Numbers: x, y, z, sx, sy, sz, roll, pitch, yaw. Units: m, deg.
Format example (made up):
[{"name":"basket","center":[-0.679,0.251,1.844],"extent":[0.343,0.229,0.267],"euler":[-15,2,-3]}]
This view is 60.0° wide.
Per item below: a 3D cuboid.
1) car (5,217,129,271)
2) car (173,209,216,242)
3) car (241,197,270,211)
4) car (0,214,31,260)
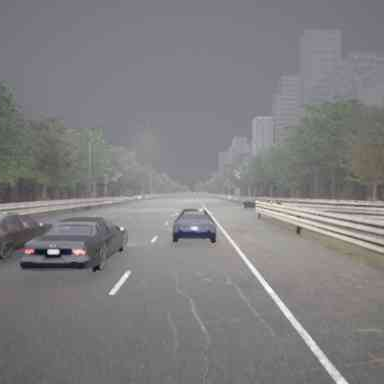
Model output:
[{"name":"car","center":[-3.398,1.507,10.660],"extent":[2.033,1.411,5.357],"euler":[0,0,0]},{"name":"car","center":[0.108,1.504,16.142],"extent":[1.994,1.385,4.181],"euler":[0,0,0]},{"name":"car","center":[7.624,1.398,40.136],"extent":[2.128,1.511,4.902],"euler":[0,0,-18]},{"name":"car","center":[-6.895,1.502,12.130],"extent":[2.033,1.411,5.357],"euler":[0,0,0]}]
